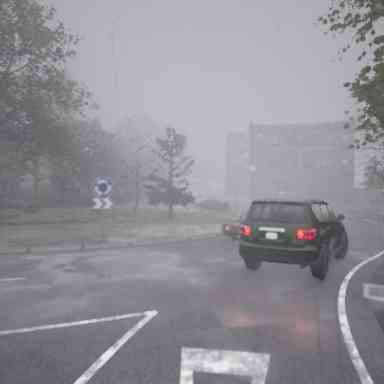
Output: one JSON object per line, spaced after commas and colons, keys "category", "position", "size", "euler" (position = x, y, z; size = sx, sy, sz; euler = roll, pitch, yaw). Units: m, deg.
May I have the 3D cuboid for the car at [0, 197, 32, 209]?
{"category": "car", "position": [-23.813, 1.433, 43.946], "size": [4.902, 1.511, 2.128], "euler": [1, -1, -39]}

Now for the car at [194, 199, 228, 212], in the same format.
{"category": "car", "position": [2.374, 1.572, 40.263], "size": [1.837, 1.490, 4.892], "euler": [2, -2, -44]}

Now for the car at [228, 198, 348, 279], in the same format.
{"category": "car", "position": [3.398, 1.237, 10.505], "size": [2.150, 2.045, 5.566], "euler": [0, -1, 32]}

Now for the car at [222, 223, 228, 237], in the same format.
{"category": "car", "position": [3.520, 1.632, 15.835], "size": [1.895, 1.301, 4.718], "euler": [0, 0, 41]}
